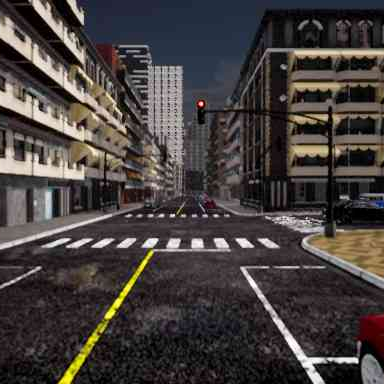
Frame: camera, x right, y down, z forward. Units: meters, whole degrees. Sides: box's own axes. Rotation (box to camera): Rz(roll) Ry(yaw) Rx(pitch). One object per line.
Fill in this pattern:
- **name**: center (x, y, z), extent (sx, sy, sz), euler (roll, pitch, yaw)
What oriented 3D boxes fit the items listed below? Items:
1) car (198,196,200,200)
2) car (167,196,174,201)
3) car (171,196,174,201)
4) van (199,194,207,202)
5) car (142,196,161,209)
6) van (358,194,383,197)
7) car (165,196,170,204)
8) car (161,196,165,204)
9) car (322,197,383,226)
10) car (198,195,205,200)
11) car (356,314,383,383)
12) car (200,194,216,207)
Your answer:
- **car**: center (2.609, 1.602, 67.531), extent (2.008, 1.369, 4.403), euler (-1, 0, 0)
- **car**: center (-5.796, 1.665, 89.639), extent (1.802, 1.307, 4.206), euler (-1, 0, 0)
- **car**: center (-5.784, 1.591, 78.413), extent (1.752, 1.417, 4.829), euler (-1, 0, 0)
- **van**: center (2.594, 1.407, 78.587), extent (1.690, 1.788, 3.998), euler (-1, 0, 0)
- **car**: center (-5.746, 1.577, 45.416), extent (2.008, 1.369, 4.403), euler (-1, 0, 0)
- **van**: center (15.612, 1.045, 27.535), extent (3.998, 1.788, 1.690), euler (-1, 1, -1)
- **car**: center (-5.767, 1.485, 62.000), extent (1.967, 1.590, 4.097), euler (-1, 0, 0)
- **car**: center (-5.753, 1.598, 50.943), extent (1.947, 1.339, 4.313), euler (-1, 0, 0)
- **car**: center (11.015, 1.312, 21.679), extent (4.902, 1.511, 2.128), euler (-1, 0, -3)
- **car**: center (2.577, 1.636, 95.171), extent (1.887, 1.381, 4.507), euler (-1, 0, 0)
- **car**: center (2.682, 1.545, 1.949), extent (1.887, 1.381, 4.507), euler (0, 0, 0)
- **car**: center (2.626, 1.472, 50.948), extent (1.967, 1.590, 4.097), euler (-1, 0, 0)
